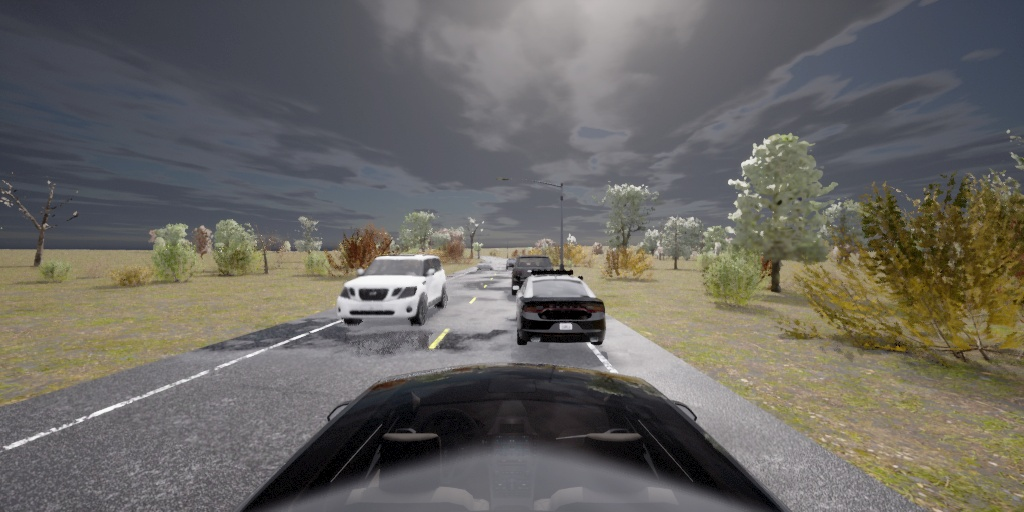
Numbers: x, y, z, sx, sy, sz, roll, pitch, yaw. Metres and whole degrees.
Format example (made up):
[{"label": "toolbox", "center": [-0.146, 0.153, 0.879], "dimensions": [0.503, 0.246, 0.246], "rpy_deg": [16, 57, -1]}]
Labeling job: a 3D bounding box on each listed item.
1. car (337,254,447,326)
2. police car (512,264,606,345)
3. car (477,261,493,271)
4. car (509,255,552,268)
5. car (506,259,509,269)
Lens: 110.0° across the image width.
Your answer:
[{"label": "car", "center": [-3.597, 0.964, 11.938], "dimensions": [2.150, 2.045, 5.566], "rpy_deg": [0, 0, 0]}, {"label": "police car", "center": [1.053, 1.170, 9.592], "dimensions": [1.930, 1.638, 5.238], "rpy_deg": [0, 0, 0]}, {"label": "car", "center": [-3.489, 1.278, 46.937], "dimensions": [1.895, 1.301, 4.718], "rpy_deg": [0, 0, 0]}, {"label": "car", "center": [1.057, 0.957, 19.512], "dimensions": [2.150, 2.045, 5.566], "rpy_deg": [0, 0, 0]}, {"label": "car", "center": [0.074, 1.209, 52.232], "dimensions": [2.033, 1.411, 5.357], "rpy_deg": [0, 0, 1]}]
